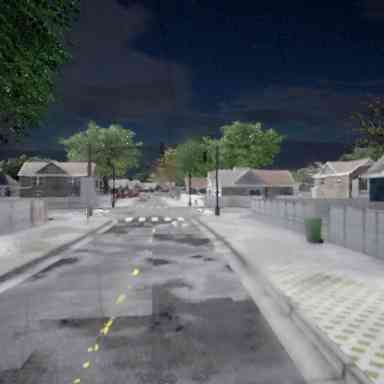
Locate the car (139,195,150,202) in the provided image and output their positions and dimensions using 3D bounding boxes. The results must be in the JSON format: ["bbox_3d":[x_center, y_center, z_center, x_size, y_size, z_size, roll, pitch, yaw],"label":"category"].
[{"bbox_3d":[-10.981,1.532,74.231,1.895,1.301,4.718,0,0,-8],"label":"car"}]
